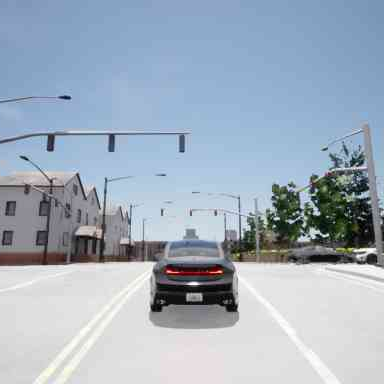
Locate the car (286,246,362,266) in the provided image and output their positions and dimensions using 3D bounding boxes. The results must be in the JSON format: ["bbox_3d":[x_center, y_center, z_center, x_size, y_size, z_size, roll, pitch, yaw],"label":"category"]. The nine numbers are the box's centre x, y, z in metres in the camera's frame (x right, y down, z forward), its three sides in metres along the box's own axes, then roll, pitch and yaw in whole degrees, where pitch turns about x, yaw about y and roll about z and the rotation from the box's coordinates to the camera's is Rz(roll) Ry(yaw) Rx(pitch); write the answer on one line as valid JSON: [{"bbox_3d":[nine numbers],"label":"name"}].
[{"bbox_3d":[9.690,4.867,25.310,4.902,1.511,2.128,-1,-12,4],"label":"car"}]

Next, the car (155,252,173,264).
[{"bbox_3d":[-3.729,8.983,45.165,2.128,1.511,4.902,0,-12,0],"label":"car"}]

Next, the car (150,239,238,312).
[{"bbox_3d":[0.046,1.985,8.587,1.837,1.490,4.892,0,-7,0],"label":"car"}]

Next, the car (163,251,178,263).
[{"bbox_3d":[-3.752,11.539,58.833,2.150,2.045,5.566,0,-12,0],"label":"car"}]

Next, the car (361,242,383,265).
[{"bbox_3d":[16.798,5.314,28.827,5.566,2.045,2.150,0,-12,1],"label":"car"}]
